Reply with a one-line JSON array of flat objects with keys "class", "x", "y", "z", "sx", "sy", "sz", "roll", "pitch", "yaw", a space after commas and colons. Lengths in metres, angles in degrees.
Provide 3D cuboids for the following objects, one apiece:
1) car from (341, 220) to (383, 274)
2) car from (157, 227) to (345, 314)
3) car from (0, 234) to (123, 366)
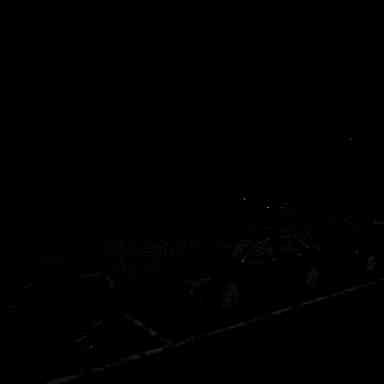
[{"class": "car", "x": 5.705, "y": 1.624, "z": 10.838, "sx": 4.507, "sy": 1.381, "sz": 1.887, "roll": 1, "pitch": 0, "yaw": -36}, {"class": "car", "x": 1.295, "y": 1.591, "z": 7.625, "sx": 4.403, "sy": 1.369, "sz": 2.008, "roll": 1, "pitch": 0, "yaw": -36}, {"class": "car", "x": -3.115, "y": 1.441, "z": 4.412, "sx": 4.097, "sy": 1.590, "sz": 1.967, "roll": 1, "pitch": 0, "yaw": -36}]
